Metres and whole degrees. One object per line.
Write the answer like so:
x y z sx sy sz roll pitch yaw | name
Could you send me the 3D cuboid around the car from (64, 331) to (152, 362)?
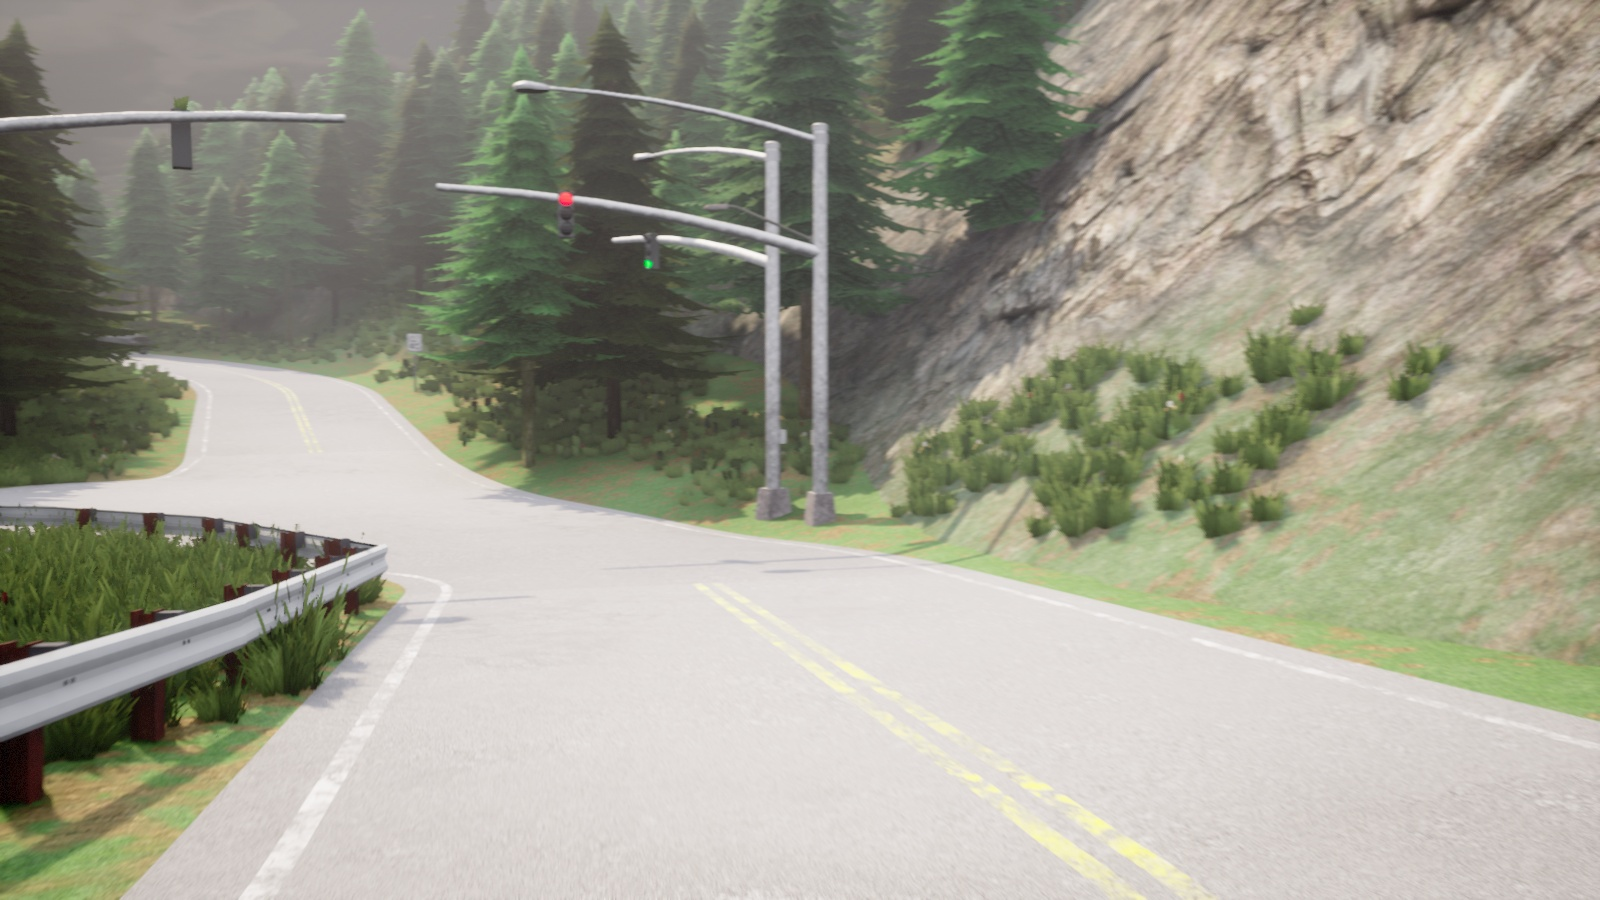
-40.270 -6.038 73.054 4.892 1.490 1.837 6 6 22 | car
